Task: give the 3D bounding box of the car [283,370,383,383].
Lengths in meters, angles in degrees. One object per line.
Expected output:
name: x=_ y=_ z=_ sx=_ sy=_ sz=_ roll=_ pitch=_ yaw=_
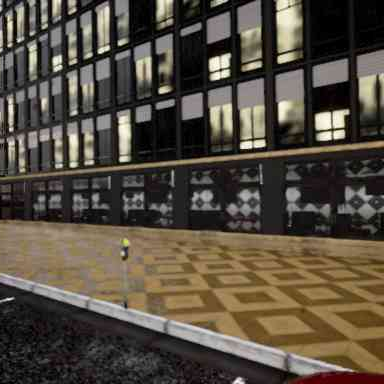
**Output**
car: x=2.229 y=1.572 z=1.297 sx=4.206 sy=1.307 sz=1.802 roll=-1 pitch=-1 yaw=36
